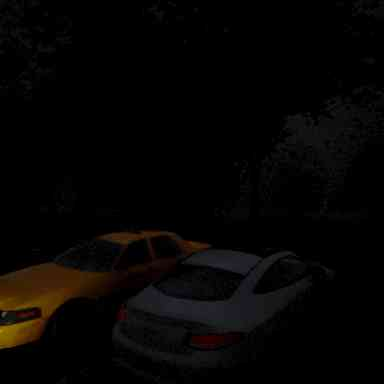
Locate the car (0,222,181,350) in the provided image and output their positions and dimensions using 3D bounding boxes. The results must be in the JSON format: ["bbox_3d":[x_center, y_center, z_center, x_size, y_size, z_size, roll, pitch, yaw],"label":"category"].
[{"bbox_3d":[-1.476,1.480,6.595,1.946,1.575,5.366,0,0,36],"label":"car"}]

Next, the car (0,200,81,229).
[{"bbox_3d":[-5.855,1.234,9.995,2.435,2.045,5.566,0,0,36],"label":"car"}]

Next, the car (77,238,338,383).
[{"bbox_3d":[0.882,1.523,5.130,2.002,1.452,4.674,0,0,36],"label":"car"}]

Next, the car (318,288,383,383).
[{"bbox_3d":[3.119,1.512,3.495,2.163,1.488,4.792,0,0,36],"label":"car"}]
